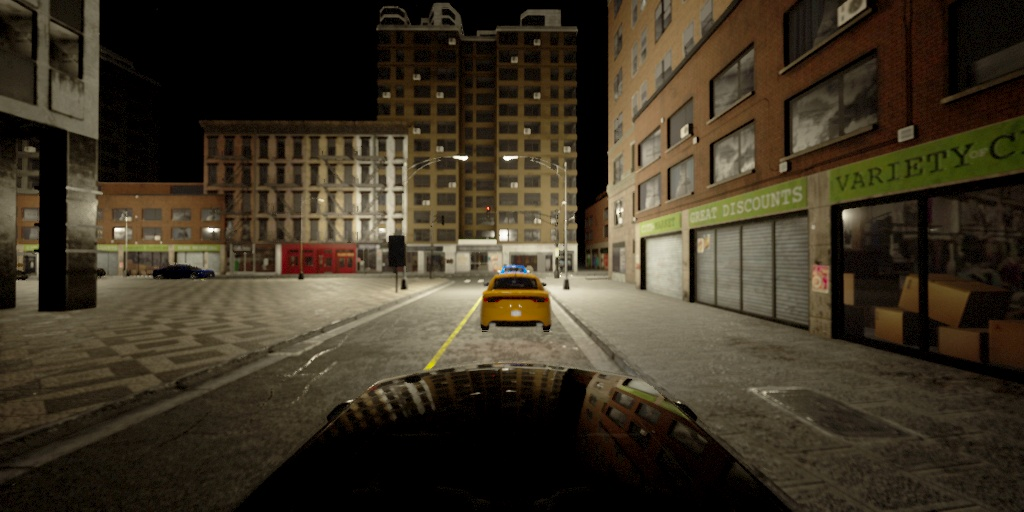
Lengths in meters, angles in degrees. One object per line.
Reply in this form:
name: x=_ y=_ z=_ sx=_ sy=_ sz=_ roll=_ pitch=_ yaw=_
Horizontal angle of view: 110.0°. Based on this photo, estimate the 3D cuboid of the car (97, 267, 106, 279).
car: x=-45.649 y=1.714 z=37.526 sx=4.902 sy=1.511 sz=2.128 roll=0 pitch=0 yaw=0

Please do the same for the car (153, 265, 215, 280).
car: x=-31.534 y=1.595 z=34.551 sx=5.008 sy=1.535 sz=1.882 roll=0 pitch=0 yaw=-1

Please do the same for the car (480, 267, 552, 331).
car: x=0.101 y=1.273 z=11.203 sx=1.882 sy=1.535 sz=5.008 roll=0 pitch=-1 yaw=0

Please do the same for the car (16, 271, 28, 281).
car: x=-49.785 y=1.743 z=34.416 sx=5.008 sy=1.535 sz=1.882 roll=0 pitch=0 yaw=-1

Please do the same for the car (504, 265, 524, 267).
car: x=0.109 y=1.320 z=22.295 sx=1.882 sy=1.535 sz=5.008 roll=0 pitch=0 yaw=0
